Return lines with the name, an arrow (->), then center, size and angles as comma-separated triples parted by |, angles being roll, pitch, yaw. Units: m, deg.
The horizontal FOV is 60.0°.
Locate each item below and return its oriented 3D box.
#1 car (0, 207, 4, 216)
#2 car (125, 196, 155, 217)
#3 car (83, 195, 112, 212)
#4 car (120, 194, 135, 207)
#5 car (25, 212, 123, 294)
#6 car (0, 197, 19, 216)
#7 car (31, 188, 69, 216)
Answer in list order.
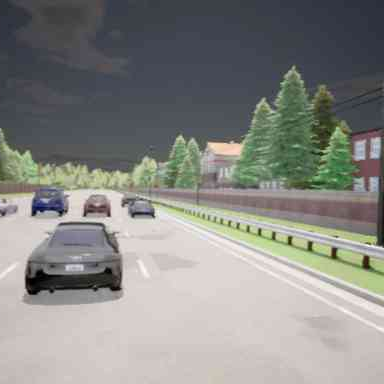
car -> -6.327, 1.281, 8.050 | 1.812, 1.442, 4.674 | 2, 0, -15
car -> -4.261, 1.320, 27.826 | 1.994, 1.385, 4.181 | 2, 0, -15
car -> -7.718, 0.992, 27.298 | 2.097, 1.767, 4.553 | 2, 0, -15
car -> -7.998, 1.084, 42.148 | 1.837, 1.490, 4.892 | 2, 0, -14
car -> -2.817, 1.437, 8.501 | 1.994, 1.385, 4.181 | 2, 0, -15
car -> -14.202, 1.030, 24.407 | 1.895, 1.301, 4.718 | 2, 0, -15
car -> -11.010, 0.754, 26.078 | 2.150, 2.045, 5.566 | 2, 0, -15
